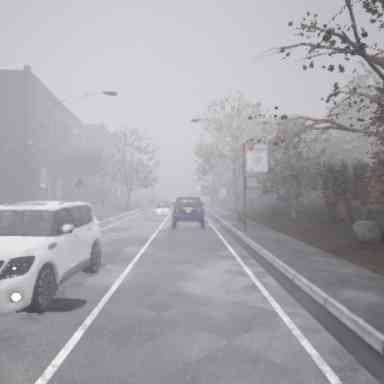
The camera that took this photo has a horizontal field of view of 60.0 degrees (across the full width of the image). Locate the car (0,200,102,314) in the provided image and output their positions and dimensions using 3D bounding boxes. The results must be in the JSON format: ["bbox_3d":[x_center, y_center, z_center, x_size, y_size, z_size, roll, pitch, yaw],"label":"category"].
[{"bbox_3d":[-3.707,1.242,7.728,2.150,2.045,5.566,-1,0,-1],"label":"car"}]

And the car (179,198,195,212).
[{"bbox_3d":[-0.587,1.622,41.904,1.882,1.535,5.008,0,0,-1],"label":"car"}]

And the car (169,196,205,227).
[{"bbox_3d":[-0.273,1.304,23.603,2.150,2.045,5.566,0,0,-1],"label":"car"}]

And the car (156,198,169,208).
[{"bbox_3d":[-4.410,1.671,51.081,2.128,1.511,4.902,0,0,-1],"label":"car"}]
